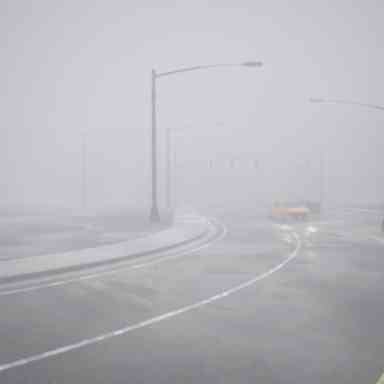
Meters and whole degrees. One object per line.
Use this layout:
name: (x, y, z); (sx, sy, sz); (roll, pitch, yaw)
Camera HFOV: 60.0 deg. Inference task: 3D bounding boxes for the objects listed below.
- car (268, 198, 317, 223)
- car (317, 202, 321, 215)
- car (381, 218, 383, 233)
car: (6.924, 1.320, 24.064); (1.882, 1.535, 5.008); (0, 0, -2)
car: (10.298, 1.264, 31.156); (1.882, 1.535, 5.008); (0, 0, -2)
car: (10.161, 1.385, 14.995); (1.812, 1.442, 4.674); (0, 0, 13)
